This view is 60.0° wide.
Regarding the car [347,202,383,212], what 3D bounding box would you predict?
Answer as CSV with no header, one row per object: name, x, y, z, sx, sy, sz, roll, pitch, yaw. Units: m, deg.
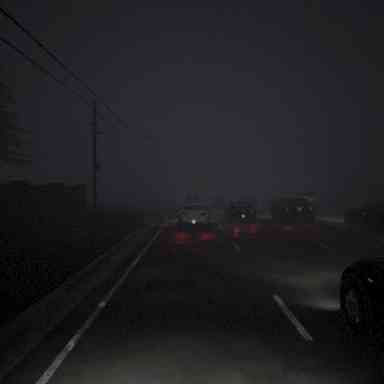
car,10.602,1.340,19.103,2.128,1.511,4.902,0,0,0

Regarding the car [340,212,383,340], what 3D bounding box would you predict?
car,3.600,1.320,3.904,2.097,1.767,4.553,0,0,0

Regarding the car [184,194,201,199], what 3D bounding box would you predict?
car,0.103,1.015,42.467,2.097,1.767,4.553,0,0,0

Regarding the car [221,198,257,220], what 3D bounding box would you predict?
car,3.603,1.396,25.656,1.895,1.301,4.718,0,0,0

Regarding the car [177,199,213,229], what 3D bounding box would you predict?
car,0.088,1.363,20.385,1.812,1.442,4.674,0,0,0

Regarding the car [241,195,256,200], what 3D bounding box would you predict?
car,7.103,1.154,42.717,2.128,1.511,4.902,0,0,0

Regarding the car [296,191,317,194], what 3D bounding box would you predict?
car,14.104,0.891,41.895,2.150,2.045,5.566,0,0,0

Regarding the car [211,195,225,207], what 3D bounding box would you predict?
car,3.590,1.179,43.802,1.812,1.442,4.674,0,0,0

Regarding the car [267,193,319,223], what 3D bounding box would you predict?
car,7.102,1.161,24.096,2.097,1.767,4.553,0,0,0

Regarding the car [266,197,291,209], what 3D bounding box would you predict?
car,10.603,1.275,41.277,1.895,1.301,4.718,0,0,0
